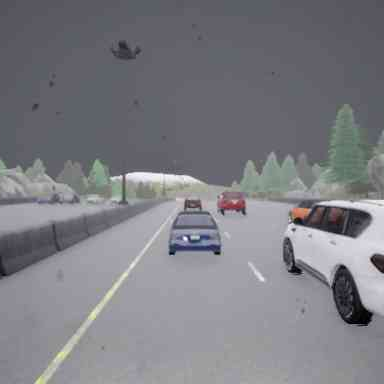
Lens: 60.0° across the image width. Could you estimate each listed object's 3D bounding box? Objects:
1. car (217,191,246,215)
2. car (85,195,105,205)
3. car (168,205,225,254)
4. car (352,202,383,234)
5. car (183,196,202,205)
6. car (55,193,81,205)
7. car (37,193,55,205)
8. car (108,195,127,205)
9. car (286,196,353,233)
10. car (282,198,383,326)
[{"bbox_3d":[3.573,0.965,30.615,2.150,2.045,5.566,0,1,0],"label":"car"},{"bbox_3d":[-14.060,1.129,48.327,1.812,1.442,4.674,0,0,1],"label":"car"},{"bbox_3d":[0.093,1.439,12.865,2.033,1.411,5.357,0,0,0],"label":"car"},{"bbox_3d":[10.591,1.357,17.621,1.837,1.490,4.892,0,1,0],"label":"car"},{"bbox_3d":[0.083,1.171,36.562,1.882,1.535,5.008,0,1,0],"label":"car"},{"bbox_3d":[-17.561,1.130,48.025,1.812,1.442,4.674,0,0,1],"label":"car"},{"bbox_3d":[-21.052,0.951,49.170,2.097,1.767,4.553,0,0,1],"label":"car"},{"bbox_3d":[-10.563,1.130,48.040,1.812,1.442,4.674,0,0,1],"label":"car"},{"bbox_3d":[7.090,1.191,19.106,2.097,1.767,4.553,0,0,0],"label":"car"},{"bbox_3d":[3.608,1.161,7.082,2.150,2.045,5.566,0,1,0],"label":"car"}]
